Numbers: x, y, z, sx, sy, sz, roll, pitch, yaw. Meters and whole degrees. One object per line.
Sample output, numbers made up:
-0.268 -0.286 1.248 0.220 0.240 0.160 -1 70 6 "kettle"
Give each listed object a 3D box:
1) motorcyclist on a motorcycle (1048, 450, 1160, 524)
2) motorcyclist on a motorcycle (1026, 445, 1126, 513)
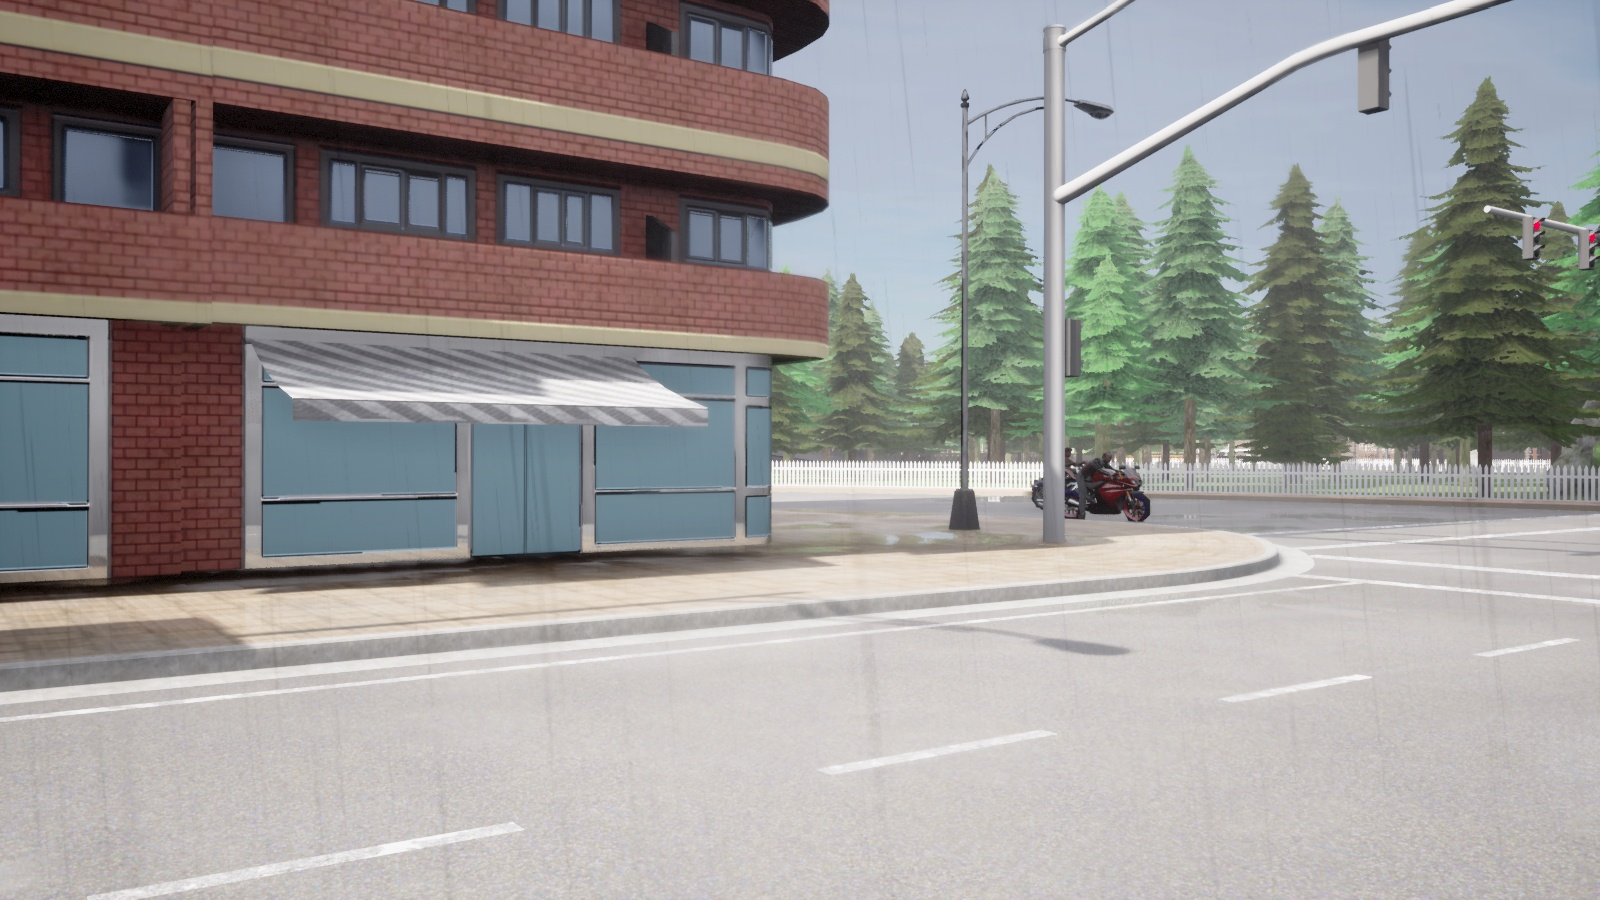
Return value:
6.551 0.777 27.116 2.191 1.530 0.866 0 0 42 "motorcyclist on a motorcycle"
6.889 0.702 31.439 2.350 1.649 0.766 0 0 38 "motorcyclist on a motorcycle"
